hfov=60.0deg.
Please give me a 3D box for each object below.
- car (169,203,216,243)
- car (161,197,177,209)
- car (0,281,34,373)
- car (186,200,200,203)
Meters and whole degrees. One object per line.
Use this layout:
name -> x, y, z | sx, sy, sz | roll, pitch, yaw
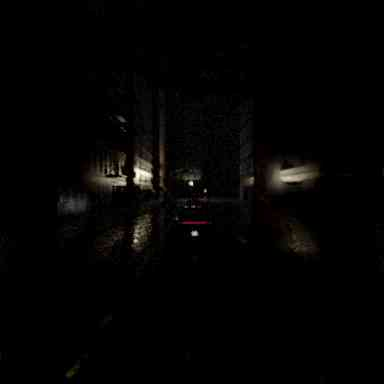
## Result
car -> 0.116, 1.486, 16.045 | 2.128, 1.511, 4.902 | 0, 0, 0
car -> -3.040, 1.454, 44.385 | 1.837, 1.490, 4.892 | 0, 0, 0
car -> -3.099, 1.548, 2.253 | 2.033, 1.411, 5.357 | 0, 0, 0
car -> 0.135, 1.511, 35.636 | 2.033, 1.411, 5.357 | 0, 0, 0
